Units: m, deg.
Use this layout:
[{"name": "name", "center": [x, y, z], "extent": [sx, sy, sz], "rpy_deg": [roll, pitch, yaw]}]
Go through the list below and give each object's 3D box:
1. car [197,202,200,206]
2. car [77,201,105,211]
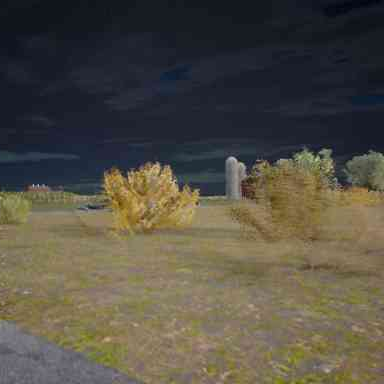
[{"name": "car", "center": [-0.033, 2.338, 72.496], "extent": [1.837, 1.490, 4.892], "rpy_deg": [-2, -2, 36]}, {"name": "car", "center": [-16.818, 2.341, 55.309], "extent": [1.837, 1.490, 4.892], "rpy_deg": [-2, -2, 36]}]
